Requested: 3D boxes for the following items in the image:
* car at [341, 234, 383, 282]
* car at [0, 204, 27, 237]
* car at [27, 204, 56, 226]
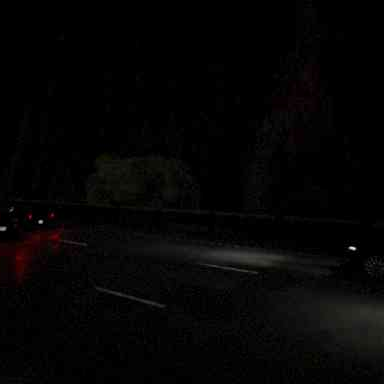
[{"bbox_3d":[6.314,1.497,8.087,4.902,1.511,2.128,1,0,36],"label":"car"},{"bbox_3d":[-9.799,1.322,15.270,4.674,1.442,1.812,1,1,35],"label":"car"},{"bbox_3d":[-10.279,1.347,19.929,4.718,1.301,1.895,1,1,36],"label":"car"}]
